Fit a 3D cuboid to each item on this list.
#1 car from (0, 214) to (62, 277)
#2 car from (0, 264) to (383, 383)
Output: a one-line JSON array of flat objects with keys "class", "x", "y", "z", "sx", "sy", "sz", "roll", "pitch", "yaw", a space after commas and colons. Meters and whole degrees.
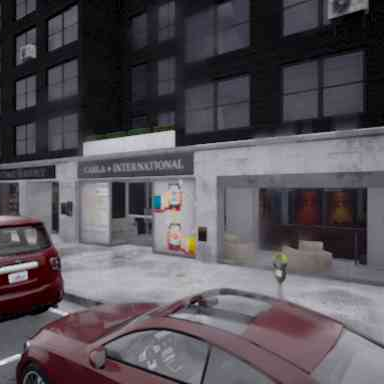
[{"class": "car", "x": -4.487, "y": 1.333, "z": 6.263, "sx": 5.009, "sy": 1.841, "sz": 2.192, "roll": 0, "pitch": 0, "yaw": 35}, {"class": "car", "x": 0.127, "y": 1.586, "z": 2.984, "sx": 4.206, "sy": 1.307, "sz": 1.802, "roll": 0, "pitch": 0, "yaw": 35}]
